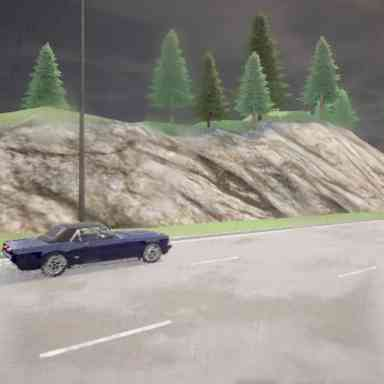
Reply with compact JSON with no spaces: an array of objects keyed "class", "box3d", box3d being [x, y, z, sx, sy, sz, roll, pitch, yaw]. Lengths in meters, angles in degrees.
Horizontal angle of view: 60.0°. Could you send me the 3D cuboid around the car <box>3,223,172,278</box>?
[{"class":"car","box3d":[-2.998,1.601,10.204,4.718,1.301,1.895,0,0,-36]}]
